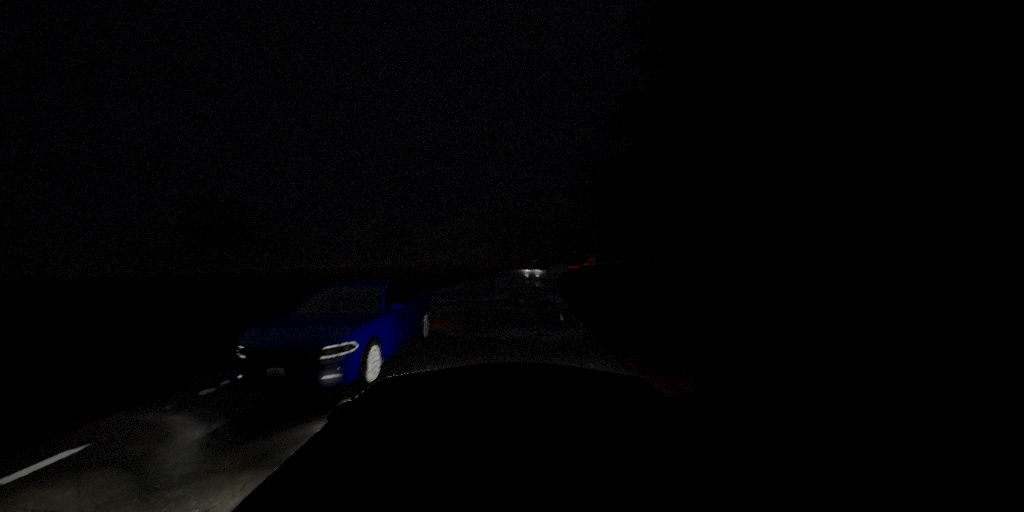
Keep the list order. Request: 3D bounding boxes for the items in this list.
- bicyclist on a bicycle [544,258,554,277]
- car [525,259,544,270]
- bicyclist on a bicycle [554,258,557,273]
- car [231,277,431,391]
[{"bbox_3d":[3.287,1.090,33.575,0.659,1.776,1.843,0,0,10],"label":"bicyclist on a bicycle"},{"bbox_3d":[3.191,1.162,50.521,1.812,1.442,4.674,0,0,16],"label":"car"},{"bbox_3d":[5.063,1.057,42.248,0.659,1.776,1.843,0,1,13],"label":"bicyclist on a bicycle"},{"bbox_3d":[-3.016,1.226,7.137,1.882,1.535,5.008,0,0,1],"label":"car"}]
